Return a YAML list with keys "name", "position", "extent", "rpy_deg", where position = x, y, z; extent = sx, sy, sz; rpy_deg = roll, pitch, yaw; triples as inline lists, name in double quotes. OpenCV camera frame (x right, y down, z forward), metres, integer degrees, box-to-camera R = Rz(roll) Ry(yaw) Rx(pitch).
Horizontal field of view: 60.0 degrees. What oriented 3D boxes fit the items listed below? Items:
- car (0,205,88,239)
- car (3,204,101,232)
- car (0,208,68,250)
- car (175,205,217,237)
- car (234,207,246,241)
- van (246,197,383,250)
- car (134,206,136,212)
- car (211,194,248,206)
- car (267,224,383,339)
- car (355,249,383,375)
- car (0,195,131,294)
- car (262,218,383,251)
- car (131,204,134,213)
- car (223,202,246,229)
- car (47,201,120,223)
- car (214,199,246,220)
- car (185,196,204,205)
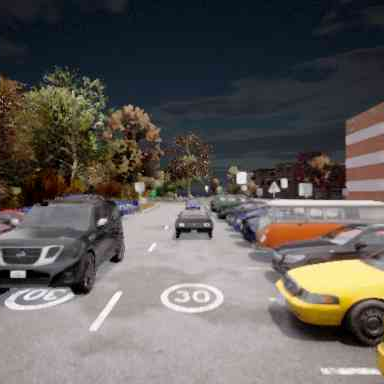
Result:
- name: "car"
  position: [-8.143, 1.496, 16.941]
  extent: [5.008, 1.535, 2.097]
  rpy_deg: [0, 0, 0]
- name: "car"
  position: [-8.144, 1.500, 19.765]
  extent: [4.892, 1.521, 2.231]
  rpy_deg: [0, 0, 0]
- name: "car"
  position: [-8.145, 1.494, 14.117]
  extent: [5.008, 1.535, 2.097]
  rpy_deg: [0, 0, 0]
- name: "car"
  position: [0.106, 1.619, 18.246]
  extent: [1.895, 1.301, 4.718]
  rpy_deg: [0, 0, 0]
- name: "car"
  position: [4.448, 1.524, 14.190]
  extent: [4.792, 1.488, 2.163]
  rpy_deg: [0, 0, 0]
- name: "van"
  position: [4.302, 1.266, 11.365]
  extent: [4.442, 1.987, 1.878]
  rpy_deg: [0, 0, 0]
- name: "car"
  position: [-8.086, 1.366, 33.892]
  extent: [4.553, 1.767, 2.185]
  rpy_deg: [0, -1, 0]
- name: "car"
  position: [4.452, 1.250, 31.145]
  extent: [5.566, 2.045, 2.435]
  rpy_deg: [0, 0, 0]
- name: "car"
  position: [4.231, 1.483, 5.713]
  extent: [5.366, 1.575, 1.946]
  rpy_deg: [0, 0, 0]
- name: "car"
  position: [4.602, 1.480, 2.887]
  extent: [5.366, 1.575, 1.946]
  rpy_deg: [0, 0, 0]
- name: "car"
  position: [-3.344, 1.230, 9.167]
  extent: [2.150, 2.045, 5.566]
  rpy_deg: [0, 0, 0]
- name: "car"
  position: [4.420, 1.529, 8.539]
  extent: [4.674, 1.452, 2.002]
  rpy_deg: [0, 0, 0]
- name: "car"
  position: [-8.122, 1.251, 28.112]
  extent: [5.566, 2.045, 2.435]
  rpy_deg: [0, 0, 0]
- name: "car"
  position: [4.423, 1.540, 19.842]
  extent: [4.674, 1.452, 2.002]
  rpy_deg: [0, 0, 0]
- name: "car"
  position: [-8.157, 1.503, 25.412]
  extent: [4.892, 1.521, 2.231]
  rpy_deg: [0, 0, 0]
- name: "car"
  position: [4.428, 1.503, 25.493]
  extent: [5.008, 1.535, 2.097]
  rpy_deg: [0, 0, 0]
- name: "car"
  position: [0.111, 1.555, 40.800]
  extent: [2.033, 1.411, 5.357]
  rpy_deg: [0, 0, 0]
